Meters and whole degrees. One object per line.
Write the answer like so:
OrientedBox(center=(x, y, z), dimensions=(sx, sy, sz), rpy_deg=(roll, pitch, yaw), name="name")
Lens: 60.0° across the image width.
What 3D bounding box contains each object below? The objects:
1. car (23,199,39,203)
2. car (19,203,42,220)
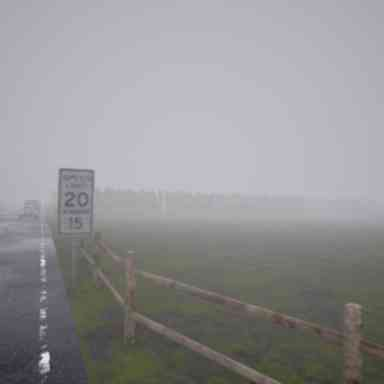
OrientedBox(center=(-22.597, 2.067, 47.012), dimensions=(2.150, 2.045, 5.566), rpy_deg=(2, -2, -24), name="car")
OrientedBox(center=(-17.675, 2.201, 36.116), dimensions=(2.033, 1.411, 5.357), rpy_deg=(2, -2, -25), name="car")
